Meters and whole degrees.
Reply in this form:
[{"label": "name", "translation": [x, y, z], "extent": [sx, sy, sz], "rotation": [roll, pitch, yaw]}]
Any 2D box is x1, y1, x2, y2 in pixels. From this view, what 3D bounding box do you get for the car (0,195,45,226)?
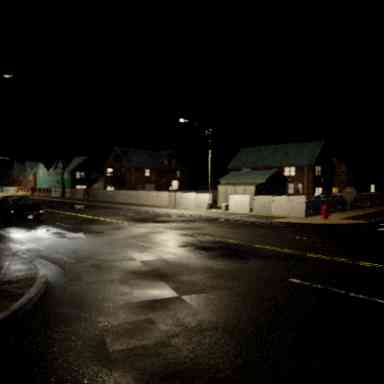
[{"label": "car", "translation": [-9.905, 0.955, 18.780], "extent": [2.128, 1.511, 4.902], "rotation": [0, 1, -43]}]
